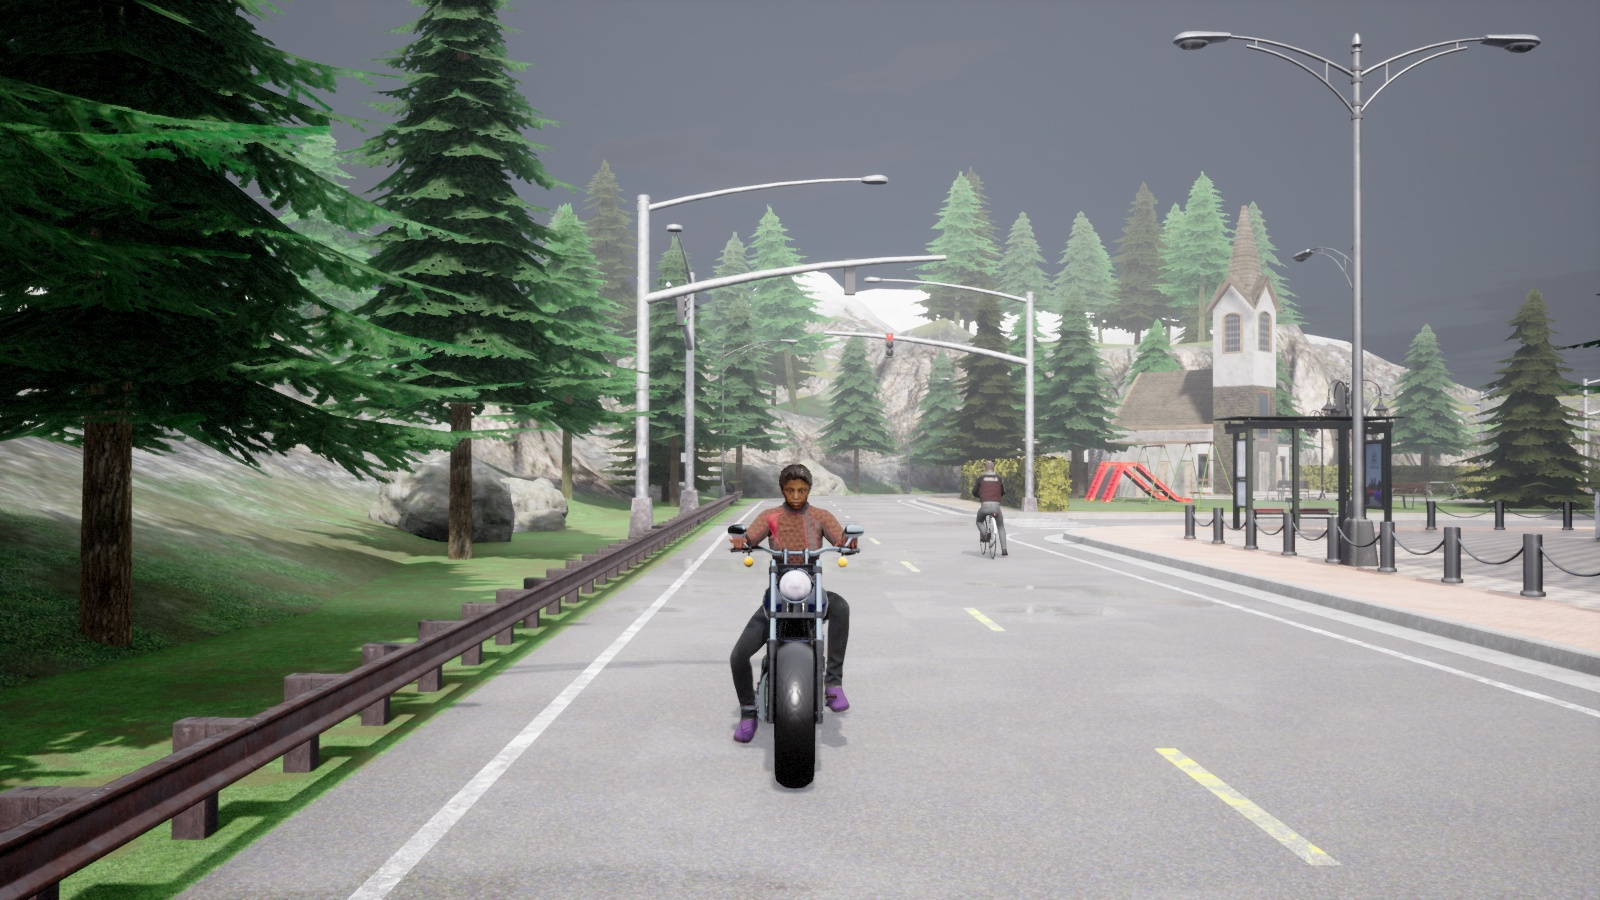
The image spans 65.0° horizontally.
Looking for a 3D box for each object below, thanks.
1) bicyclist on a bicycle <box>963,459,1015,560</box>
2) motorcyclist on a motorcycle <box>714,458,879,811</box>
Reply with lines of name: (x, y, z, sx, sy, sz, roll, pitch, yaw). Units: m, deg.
bicyclist on a bicycle: (3.438, 1.056, 22.945, 0.659, 1.776, 1.843, 0, -1, 0)
motorcyclist on a motorcycle: (-0.019, 0.883, 7.063, 0.766, 1.649, 2.350, 0, -1, 0)
